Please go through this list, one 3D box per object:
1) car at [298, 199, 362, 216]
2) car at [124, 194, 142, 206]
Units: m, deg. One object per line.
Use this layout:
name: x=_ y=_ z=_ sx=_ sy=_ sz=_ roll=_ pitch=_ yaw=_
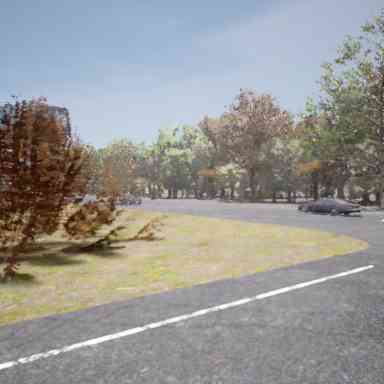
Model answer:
car: x=12.032 y=1.299 z=29.420 sx=2.033 sy=1.411 sz=5.357 roll=0 pitch=1 yaw=-34
car: x=-8.858 y=1.127 z=47.652 sx=1.837 sy=1.490 sz=4.892 roll=0 pitch=1 yaw=-35
